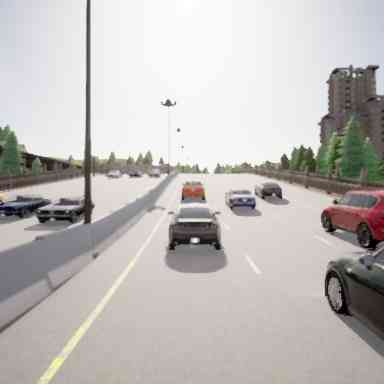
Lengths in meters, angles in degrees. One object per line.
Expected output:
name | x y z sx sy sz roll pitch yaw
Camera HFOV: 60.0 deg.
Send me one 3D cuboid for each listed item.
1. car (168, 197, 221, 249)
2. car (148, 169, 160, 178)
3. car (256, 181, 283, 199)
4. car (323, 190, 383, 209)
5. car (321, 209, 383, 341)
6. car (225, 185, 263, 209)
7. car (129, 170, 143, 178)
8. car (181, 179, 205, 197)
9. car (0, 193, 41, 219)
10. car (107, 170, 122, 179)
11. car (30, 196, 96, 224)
car | 0.100 1.203 13.160 1.837 1.490 4.892 0 3 0
car | -7.006 -3.464 62.037 2.128 1.511 4.902 0 6 1
car | 7.107 -0.268 31.197 1.837 1.490 4.892 0 6 0
car | 7.101 0.921 13.167 2.150 2.045 5.566 0 3 0
car | 3.582 1.321 4.545 2.097 1.767 4.553 0 1 0
car | 3.605 0.381 25.195 2.033 1.411 5.357 0 5 0
car | -10.494 -3.387 62.327 1.895 1.301 4.718 0 6 0
car | 0.106 -0.400 30.971 2.097 1.767 4.553 0 6 0
car | -10.594 0.813 20.827 1.895 1.301 4.718 0 4 0
car | -14.008 -3.235 60.127 1.812 1.442 4.674 0 6 1
car | -7.094 0.941 19.117 1.895 1.301 4.718 0 4 0
